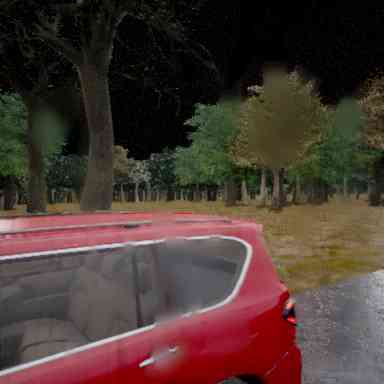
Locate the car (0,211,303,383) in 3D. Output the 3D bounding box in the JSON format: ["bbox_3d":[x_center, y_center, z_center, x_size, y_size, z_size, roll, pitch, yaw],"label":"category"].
[{"bbox_3d":[-1.616,1.221,2.220,5.566,2.045,2.150,0,0,-36],"label":"car"}]
